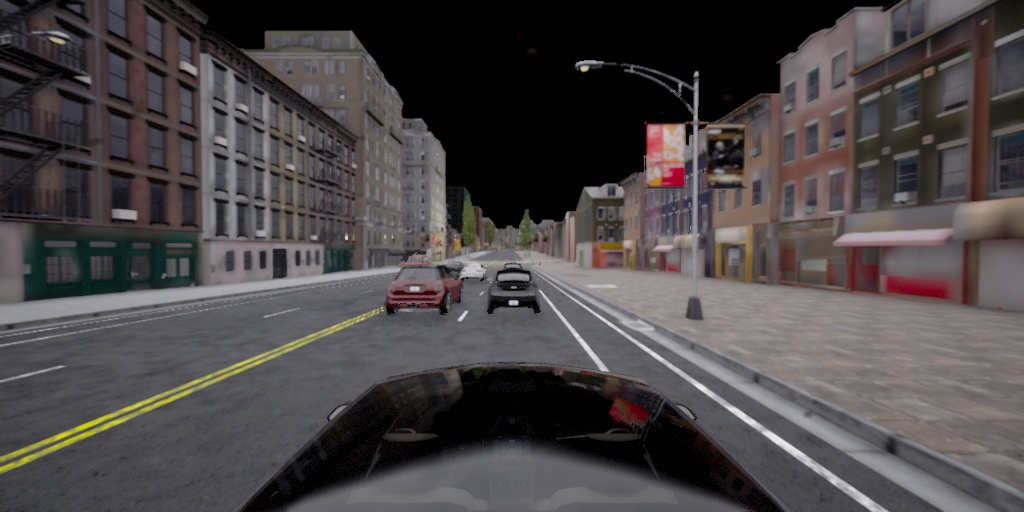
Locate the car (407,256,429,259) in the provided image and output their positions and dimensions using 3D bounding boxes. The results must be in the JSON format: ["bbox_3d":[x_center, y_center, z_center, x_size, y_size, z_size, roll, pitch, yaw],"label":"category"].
[{"bbox_3d":[-9.860,0.999,37.023,2.150,2.045,5.566,0,1,0],"label":"car"}]

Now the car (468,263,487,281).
[{"bbox_3d":[-3.178,1.309,30.165,1.812,1.442,4.674,0,0,0],"label":"car"}]

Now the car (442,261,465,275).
[{"bbox_3d":[-6.603,1.284,40.885,1.837,1.490,4.892,0,0,0],"label":"car"}]

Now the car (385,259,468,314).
[{"bbox_3d":[-3.181,1.106,13.910,2.097,1.767,4.553,0,0,0],"label":"car"}]

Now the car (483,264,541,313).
[{"bbox_3d":[0.070,1.261,14.079,1.837,1.490,4.892,0,0,0],"label":"car"}]
